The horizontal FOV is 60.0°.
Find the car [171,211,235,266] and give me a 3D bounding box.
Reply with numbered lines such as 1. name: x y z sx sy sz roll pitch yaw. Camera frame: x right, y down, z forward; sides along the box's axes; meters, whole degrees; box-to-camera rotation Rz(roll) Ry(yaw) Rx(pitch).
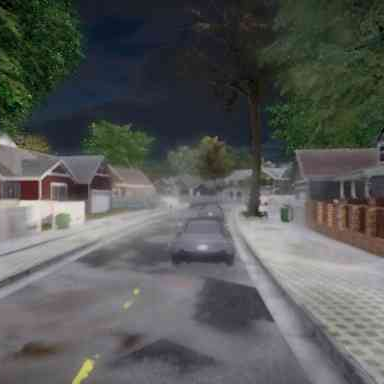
1. car: 0.415 1.571 11.612 1.994 1.385 4.181 0 0 3

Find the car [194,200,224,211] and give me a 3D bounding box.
1. car: 1.564 1.586 26.464 1.994 1.385 4.181 0 0 6

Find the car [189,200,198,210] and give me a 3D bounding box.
1. car: 0.902 1.647 42.846 1.895 1.301 4.718 0 0 10
